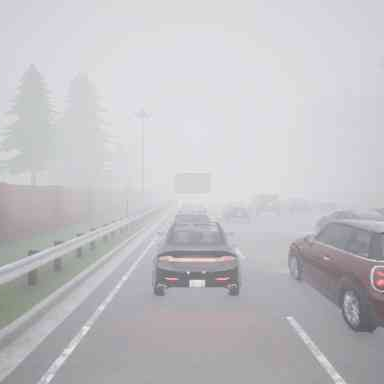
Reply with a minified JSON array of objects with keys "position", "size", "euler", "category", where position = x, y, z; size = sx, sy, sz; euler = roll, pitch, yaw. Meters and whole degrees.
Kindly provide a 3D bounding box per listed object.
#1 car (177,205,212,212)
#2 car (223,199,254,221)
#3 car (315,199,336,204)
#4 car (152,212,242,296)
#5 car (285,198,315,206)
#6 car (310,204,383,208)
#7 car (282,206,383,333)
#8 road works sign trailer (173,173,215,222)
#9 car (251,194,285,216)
[{"position":[0.111,1.474,19.049],"size":[1.882,1.535,5.008],"euler":[0,0,4],"category":"car"},{"position":[3.593,1.525,27.463],"size":[1.812,1.442,4.674],"euler":[0,0,0],"category":"car"},{"position":[14.083,1.478,36.555],"size":[1.882,1.535,5.008],"euler":[0,0,0],"category":"car"},{"position":[0.096,1.491,8.627],"size":[2.128,1.511,4.902],"euler":[0,0,0],"category":"car"},{"position":[10.583,1.352,34.293],"size":[2.097,1.767,4.553],"euler":[0,0,0],"category":"car"},{"position":[7.091,1.507,14.674],"size":[1.837,1.490,4.892],"euler":[0,1,0],"category":"car"},{"position":[3.595,1.352,6.956],"size":[2.097,1.767,4.553],"euler":[0,0,0],"category":"car"},{"position":[0.061,0.464,22.970],"size":[2.380,3.560,2.880],"euler":[0,0,-2],"category":"road works sign trailer"},{"position":[7.085,1.220,32.740],"size":[2.150,2.045,5.566],"euler":[0,0,0],"category":"car"}]
